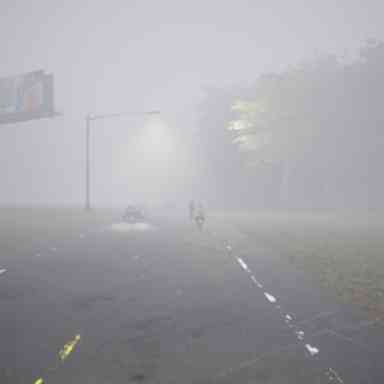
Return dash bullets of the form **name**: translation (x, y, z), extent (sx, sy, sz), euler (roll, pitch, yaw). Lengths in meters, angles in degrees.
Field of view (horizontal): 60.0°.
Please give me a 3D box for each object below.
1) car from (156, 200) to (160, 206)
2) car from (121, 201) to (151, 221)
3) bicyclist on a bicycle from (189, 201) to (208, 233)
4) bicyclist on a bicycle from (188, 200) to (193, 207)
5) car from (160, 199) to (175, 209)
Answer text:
- **car**: translation (-6.802, 2.406, 73.356), extent (2.033, 1.411, 5.357), euler (0, -1, -10)
- **car**: translation (-4.618, 1.622, 27.326), extent (1.895, 1.301, 4.718), euler (0, 0, -4)
- **bicyclist on a bicycle**: translation (0.457, 1.436, 18.383), extent (0.866, 1.612, 1.509), euler (0, -1, -2)
- **bicyclist on a bicycle**: translation (-0.010, 1.470, 26.786), extent (0.582, 1.620, 1.656), euler (0, -1, -4)
- **car**: translation (-3.817, 1.971, 55.198), extent (1.837, 1.490, 4.892), euler (0, -1, -8)
